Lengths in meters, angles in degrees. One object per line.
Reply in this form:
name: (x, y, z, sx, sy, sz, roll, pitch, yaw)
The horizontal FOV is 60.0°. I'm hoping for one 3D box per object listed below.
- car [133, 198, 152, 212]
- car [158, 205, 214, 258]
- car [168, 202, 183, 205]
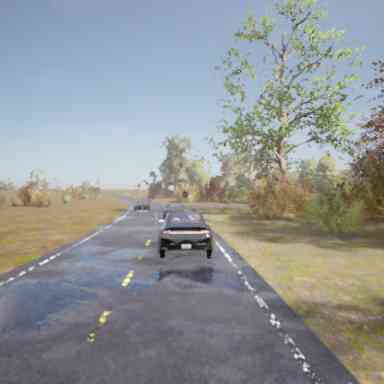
car: (-5.785, 1.450, 38.813, 1.882, 1.535, 5.008, 0, 0, -8)
car: (-0.283, 1.479, 12.739, 2.128, 1.511, 4.902, 0, 0, -3)
car: (-1.372, 1.540, 27.450, 1.994, 1.385, 4.181, 0, 0, -5)
